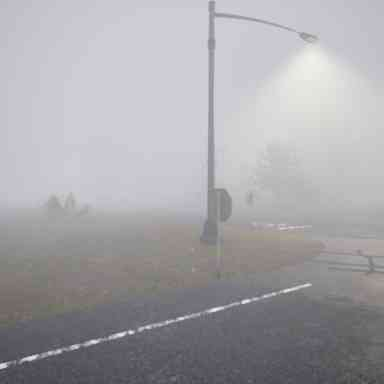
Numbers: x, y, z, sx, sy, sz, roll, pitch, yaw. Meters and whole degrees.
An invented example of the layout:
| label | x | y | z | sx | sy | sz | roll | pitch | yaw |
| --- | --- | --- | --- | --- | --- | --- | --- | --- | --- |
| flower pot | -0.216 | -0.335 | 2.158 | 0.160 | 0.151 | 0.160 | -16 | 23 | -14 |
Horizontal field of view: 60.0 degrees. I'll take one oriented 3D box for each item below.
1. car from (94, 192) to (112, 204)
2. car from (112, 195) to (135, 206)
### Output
| label | x | y | z | sx | sy | sz | roll | pitch | yaw |
| --- | --- | --- | --- | --- | --- | --- | --- | --- | --- |
| car | -16.188 | 1.096 | 61.026 | 2.150 | 2.045 | 5.566 | 0 | 0 | -34 |
| car | -10.609 | 1.457 | 52.710 | 1.994 | 1.385 | 4.181 | 0 | 0 | -33 |
